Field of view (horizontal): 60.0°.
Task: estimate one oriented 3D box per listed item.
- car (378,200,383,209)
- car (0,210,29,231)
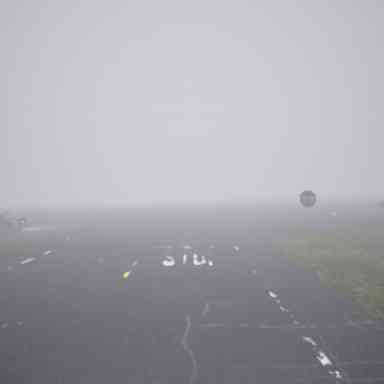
[{"bbox_3d":[19.488,0.851,29.941,5.008,1.535,1.882,-2,2,0],"label":"car"},{"bbox_3d":[-13.672,1.935,23.027,4.181,1.385,1.994,-2,2,0],"label":"car"}]
